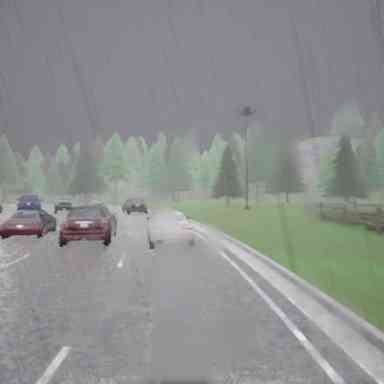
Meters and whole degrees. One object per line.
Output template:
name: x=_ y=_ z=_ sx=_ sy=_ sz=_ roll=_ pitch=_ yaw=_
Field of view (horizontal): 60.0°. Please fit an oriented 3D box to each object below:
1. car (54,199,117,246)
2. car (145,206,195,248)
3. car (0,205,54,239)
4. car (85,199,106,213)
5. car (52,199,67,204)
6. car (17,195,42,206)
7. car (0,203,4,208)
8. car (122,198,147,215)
car: x=-4.746 y=1.385 z=15.728 sx=2.097 sy=1.767 sz=4.553 roll=-1 pitch=0 yaw=-9
car: x=-1.024 y=1.530 z=14.712 sx=1.812 sy=1.442 sz=4.674 roll=0 pitch=0 yaw=-8
car: x=-8.653 y=1.624 z=17.971 sx=1.994 sy=1.385 sz=4.181 roll=0 pitch=0 yaw=-10
car: x=-11.322 y=1.602 z=38.873 sx=1.812 sy=1.442 sz=4.674 roll=0 pitch=0 yaw=-23
car: x=-14.678 y=1.604 z=37.877 sx=1.837 sy=1.490 sz=4.892 roll=1 pitch=-1 yaw=-24
car: x=-17.576 y=1.342 z=36.008 sx=2.150 sy=2.045 sz=5.566 roll=0 pitch=-1 yaw=-24
car: x=-20.647 y=1.500 z=33.893 sx=2.097 sy=1.767 sz=4.553 roll=-1 pitch=0 yaw=-22
car: x=-6.150 y=1.392 z=35.237 sx=2.097 sy=1.767 sz=4.553 roll=-1 pitch=0 yaw=-20
